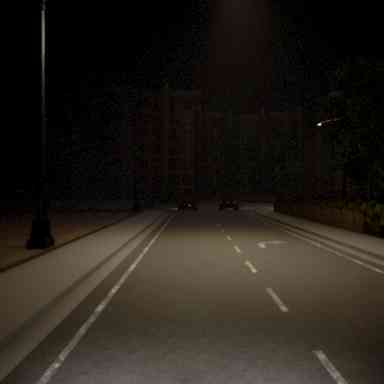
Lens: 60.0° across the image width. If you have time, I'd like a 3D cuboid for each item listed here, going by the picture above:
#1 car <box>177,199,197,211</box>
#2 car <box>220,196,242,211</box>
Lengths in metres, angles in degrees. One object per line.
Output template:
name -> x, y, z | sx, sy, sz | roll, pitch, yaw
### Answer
car -> -0.667, 1.585, 41.605 | 1.994, 1.385, 4.181 | -1, -1, -10
car -> 4.747, 1.290, 40.312 | 2.097, 1.767, 4.553 | -1, -1, 16
